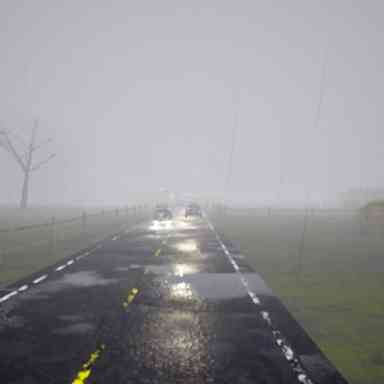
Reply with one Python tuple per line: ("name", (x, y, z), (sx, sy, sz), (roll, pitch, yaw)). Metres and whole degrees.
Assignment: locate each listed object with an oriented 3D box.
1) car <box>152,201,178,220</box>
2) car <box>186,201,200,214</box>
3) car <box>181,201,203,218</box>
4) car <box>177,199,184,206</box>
("car", (-2.788, 1.902, 32.800), (2.128, 1.511, 4.902), (0, -1, 0))
("car", (0.155, 2.055, 45.669), (1.882, 1.535, 5.008), (0, -1, 0))
("car", (0.159, 1.988, 35.156), (2.033, 1.411, 5.357), (0, -1, 0))
("car", (-2.612, 2.377, 73.441), (1.882, 1.535, 5.008), (0, -1, 0))
